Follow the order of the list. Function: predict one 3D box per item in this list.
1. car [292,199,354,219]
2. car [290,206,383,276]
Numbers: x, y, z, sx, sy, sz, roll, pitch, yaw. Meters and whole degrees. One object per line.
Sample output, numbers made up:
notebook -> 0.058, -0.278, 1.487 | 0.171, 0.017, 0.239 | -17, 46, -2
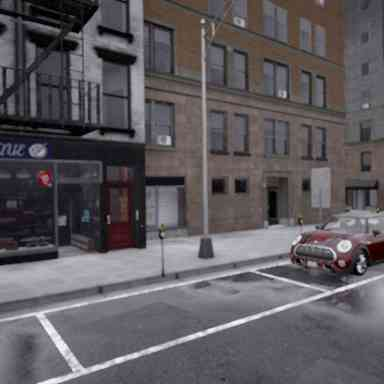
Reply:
car -> 11.704, 1.470, 30.071 | 1.882, 1.535, 5.008 | -1, 0, -37
car -> 4.798, 1.372, 9.969 | 4.097, 1.590, 1.967 | 0, 0, -36
